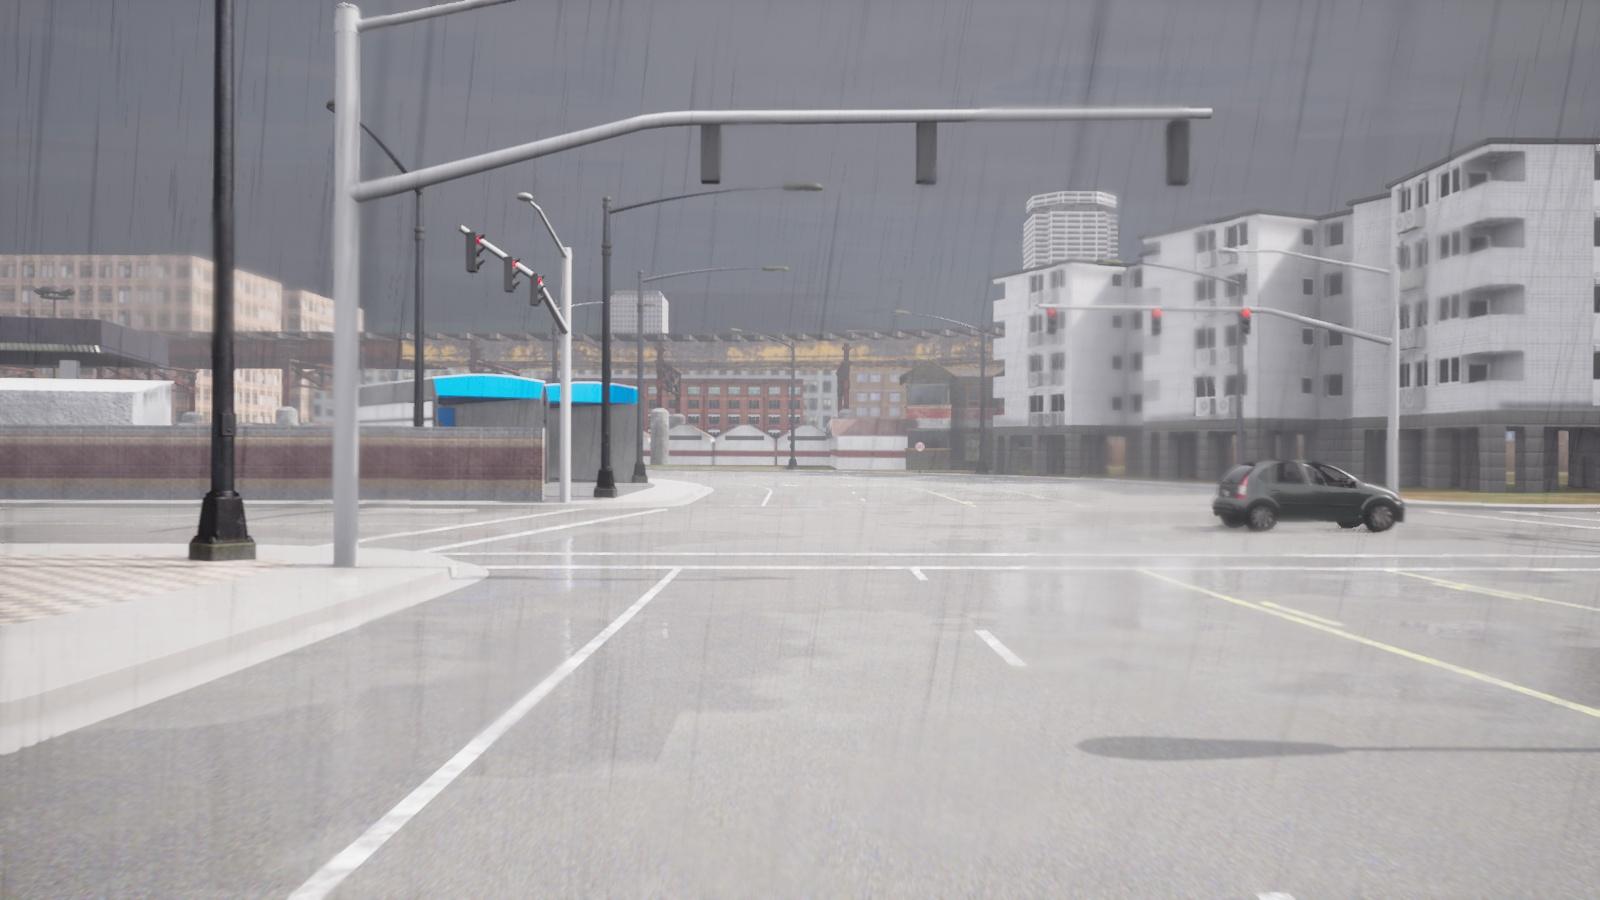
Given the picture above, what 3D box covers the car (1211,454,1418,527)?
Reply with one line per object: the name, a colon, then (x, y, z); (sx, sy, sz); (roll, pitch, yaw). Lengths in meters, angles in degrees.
car: (11.715, 0.899, 28.765); (3.988, 1.617, 1.851); (0, 0, -1)
